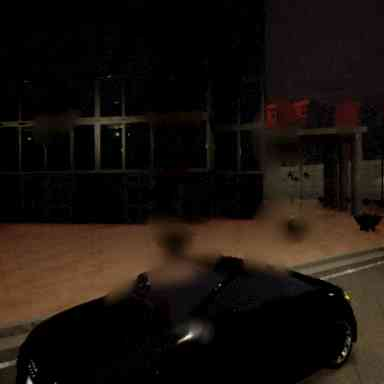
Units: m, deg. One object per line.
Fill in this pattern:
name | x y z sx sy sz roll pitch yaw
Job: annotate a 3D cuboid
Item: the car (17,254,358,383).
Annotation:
car | 0.181 1.546 4.113 4.181 1.385 1.994 -1 0 -36
